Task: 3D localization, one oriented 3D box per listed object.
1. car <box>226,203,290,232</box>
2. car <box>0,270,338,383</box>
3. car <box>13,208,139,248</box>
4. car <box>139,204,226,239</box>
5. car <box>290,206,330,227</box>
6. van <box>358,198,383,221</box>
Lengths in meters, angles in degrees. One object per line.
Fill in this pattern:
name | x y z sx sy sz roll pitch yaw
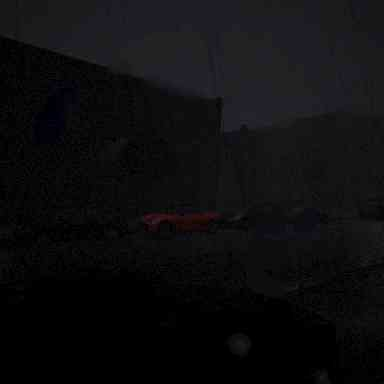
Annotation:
car | 3.779 1.502 21.319 4.553 1.767 2.185 1 0 -36
car | -0.700 1.489 2.941 5.008 1.535 1.882 1 0 -36
car | -5.223 1.502 14.865 4.892 1.521 2.231 1 0 -36
car | -0.711 1.439 18.100 4.553 1.767 2.185 1 0 -36
car | 8.345 1.732 24.595 4.674 1.452 2.002 1 0 -36
van | 17.230 1.592 30.966 4.442 1.987 1.878 1 0 -36
